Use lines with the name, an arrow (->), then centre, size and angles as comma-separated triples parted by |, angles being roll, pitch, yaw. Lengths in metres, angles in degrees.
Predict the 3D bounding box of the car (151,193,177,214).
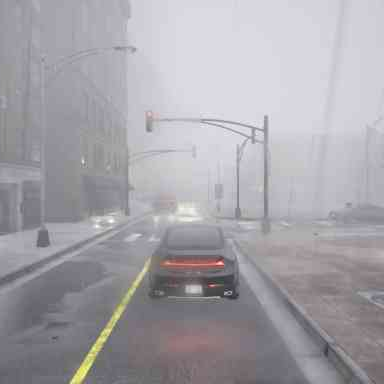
car -> -2.827, 1.232, 36.506 | 2.150, 2.045, 5.566 | 0, 0, 1

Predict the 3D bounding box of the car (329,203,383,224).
car -> 12.066, 1.515, 23.797 | 4.181, 1.385, 1.994 | 0, 0, 0

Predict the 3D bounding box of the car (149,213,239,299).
car -> 0.060, 1.505, 8.409 | 1.837, 1.490, 4.892 | 0, 0, 1

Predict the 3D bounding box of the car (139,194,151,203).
car -> -8.388, 1.295, 70.081 | 5.566, 2.045, 2.150 | 0, 0, 9
